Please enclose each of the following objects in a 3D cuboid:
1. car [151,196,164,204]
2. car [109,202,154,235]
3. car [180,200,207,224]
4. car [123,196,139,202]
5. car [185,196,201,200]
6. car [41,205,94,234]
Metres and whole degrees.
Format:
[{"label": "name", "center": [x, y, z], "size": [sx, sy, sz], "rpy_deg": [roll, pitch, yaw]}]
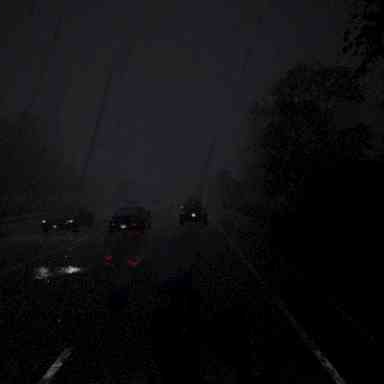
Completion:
[{"label": "car", "center": [-6.333, 1.517, 62.234], "size": [2.033, 1.411, 5.357], "rpy_deg": [0, 0, 4]}, {"label": "car", "center": [-3.394, 1.517, 18.768], "size": [1.812, 1.442, 4.674], "rpy_deg": [0, 0, 0]}, {"label": "car", "center": [0.106, 1.552, 24.833], "size": [1.994, 1.385, 4.181], "rpy_deg": [0, 0, 0]}, {"label": "car", "center": [-10.184, 1.450, 56.027], "size": [1.882, 1.535, 5.008], "rpy_deg": [0, 0, 3]}, {"label": "car", "center": [0.157, 1.333, 42.312], "size": [2.097, 1.767, 4.553], "rpy_deg": [0, 0, 1]}, {"label": "car", "center": [-7.082, 1.516, 19.479], "size": [1.812, 1.442, 4.674], "rpy_deg": [0, 0, 0]}]
